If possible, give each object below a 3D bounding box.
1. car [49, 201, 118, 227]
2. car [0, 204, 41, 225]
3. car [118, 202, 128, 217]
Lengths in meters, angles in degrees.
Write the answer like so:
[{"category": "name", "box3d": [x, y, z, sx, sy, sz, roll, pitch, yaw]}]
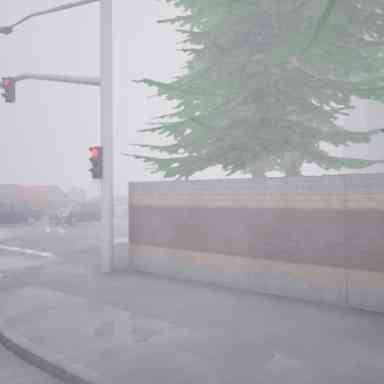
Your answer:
[{"category": "car", "box3d": [-7.987, 1.453, 24.161, 2.097, 1.767, 4.553, -1, 0, 35]}, {"category": "car", "box3d": [-13.064, 1.605, 23.028, 1.882, 1.535, 5.008, -1, 0, 35]}, {"category": "car", "box3d": [-7.686, 1.653, 30.664, 1.812, 1.442, 4.674, -1, 0, 35]}]
